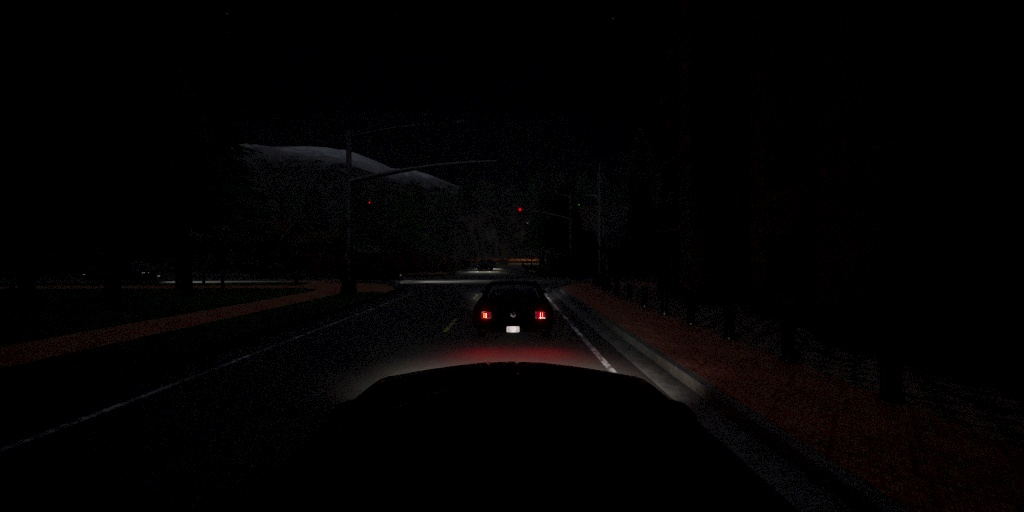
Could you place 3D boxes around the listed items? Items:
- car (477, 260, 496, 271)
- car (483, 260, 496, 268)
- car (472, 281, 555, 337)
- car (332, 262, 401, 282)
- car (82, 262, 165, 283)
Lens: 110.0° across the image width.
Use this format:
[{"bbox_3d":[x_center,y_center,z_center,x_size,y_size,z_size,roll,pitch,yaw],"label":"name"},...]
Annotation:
[{"bbox_3d":[-3.691,1.228,49.830,1.882,1.535,5.008,0,0,0],"label":"car"},{"bbox_3d":[-3.710,1.314,59.810,1.994,1.385,4.181,0,0,0],"label":"car"},{"bbox_3d":[0.042,1.351,10.230,1.895,1.301,4.718,0,0,0],"label":"car"},{"bbox_3d":[-11.097,1.229,27.533,4.902,1.511,2.128,0,0,-7],"label":"car"},{"bbox_3d":[-28.942,1.227,26.817,4.902,1.511,2.128,0,0,-1],"label":"car"}]
